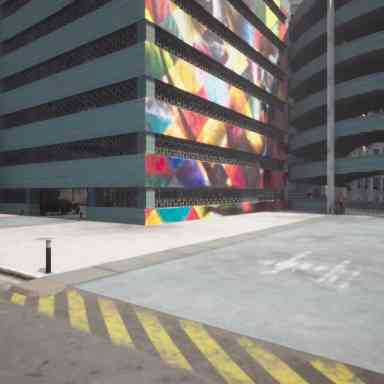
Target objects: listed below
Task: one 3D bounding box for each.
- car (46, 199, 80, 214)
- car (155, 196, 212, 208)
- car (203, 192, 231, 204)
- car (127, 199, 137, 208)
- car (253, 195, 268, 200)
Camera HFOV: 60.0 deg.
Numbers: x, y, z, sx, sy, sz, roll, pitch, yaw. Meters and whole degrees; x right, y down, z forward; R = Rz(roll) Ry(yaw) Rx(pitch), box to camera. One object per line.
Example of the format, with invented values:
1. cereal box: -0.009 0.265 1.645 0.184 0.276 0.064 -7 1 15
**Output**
1. car: -13.256 1.413 33.178 4.786 1.482 2.161 0 0 36
2. car: -0.974 1.320 29.317 4.674 1.452 2.002 0 0 36
3. car: 4.147 1.028 57.740 5.566 2.045 2.435 0 0 36
4. car: -6.083 1.463 42.305 4.718 1.301 1.895 0 0 36
5. car: 18.588 1.481 90.391 4.892 1.521 2.231 0 0 36
